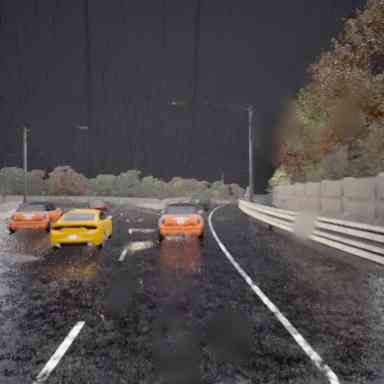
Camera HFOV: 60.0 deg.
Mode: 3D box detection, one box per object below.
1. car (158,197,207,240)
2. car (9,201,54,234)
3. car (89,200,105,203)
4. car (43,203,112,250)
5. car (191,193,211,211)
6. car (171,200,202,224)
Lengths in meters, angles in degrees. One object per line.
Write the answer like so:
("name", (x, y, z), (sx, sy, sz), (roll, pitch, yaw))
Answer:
("car", (-0.501, 1.340, 16.926), (2.097, 1.767, 4.553), (0, 0, 0))
("car", (-9.052, 1.387, 19.752), (2.097, 1.767, 4.553), (0, 0, -10))
("car", (-11.359, 1.594, 39.908), (1.994, 1.385, 4.181), (0, 0, -21))
("car", (-4.638, 1.491, 14.563), (1.882, 1.535, 5.008), (0, 0, -7))
("car", (1.004, 1.181, 39.903), (2.150, 2.045, 5.566), (0, 0, 7))
("car", (-0.300, 1.471, 25.870), (2.128, 1.511, 4.902), (0, 0, 3))
